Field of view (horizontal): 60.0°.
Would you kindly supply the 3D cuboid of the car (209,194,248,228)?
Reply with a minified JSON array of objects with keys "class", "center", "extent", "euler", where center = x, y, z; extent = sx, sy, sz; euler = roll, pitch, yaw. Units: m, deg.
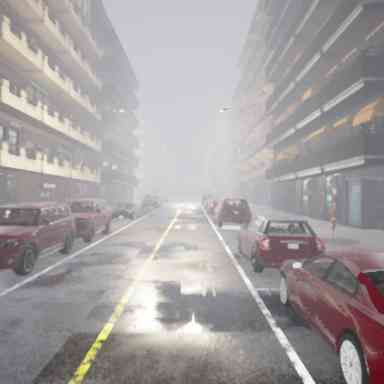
[{"class":"car","center":[2.548,1.247,21.525],"extent":[2.192,1.841,5.009],"euler":[1,0,0]}]

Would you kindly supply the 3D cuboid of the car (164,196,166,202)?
[{"class":"car","center":[-5.312,1.428,49.236],"extent":[1.887,1.381,4.507],"euler":[1,0,0]}]

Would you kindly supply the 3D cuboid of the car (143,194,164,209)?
[{"class":"car","center":[-5.305,1.204,43.704],"extent":[2.192,1.841,5.009],"euler":[1,0,0]}]

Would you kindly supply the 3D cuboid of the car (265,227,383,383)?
[{"class":"car","center":[2.582,1.527,4.933],"extent":[1.887,1.381,4.507],"euler":[1,0,0]}]

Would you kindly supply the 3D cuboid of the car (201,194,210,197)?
[{"class":"car","center":[2.538,1.195,54.714],"extent":[2.192,1.841,5.009],"euler":[1,0,0]}]

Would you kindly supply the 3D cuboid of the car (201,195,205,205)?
[{"class":"car","center":[2.536,1.471,43.652],"extent":[1.802,1.307,4.206],"euler":[1,0,0]}]

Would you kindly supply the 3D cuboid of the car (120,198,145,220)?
[{"class":"car","center":[-5.305,1.484,27.115],"extent":[1.947,1.339,4.313],"euler":[1,0,0]}]

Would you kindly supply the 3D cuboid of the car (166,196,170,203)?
[{"class":"car","center":[-5.317,1.459,65.830],"extent":[1.802,1.307,4.206],"euler":[1,0,0]}]

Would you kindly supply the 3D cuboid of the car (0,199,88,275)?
[{"class":"car","center":[-5.295,1.280,10.522],"extent":[2.192,1.841,5.009],"euler":[1,0,0]}]

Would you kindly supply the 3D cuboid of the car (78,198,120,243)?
[{"class":"car","center":[-5.296,1.263,16.052],"extent":[2.192,1.841,5.009],"euler":[1,0,0]}]

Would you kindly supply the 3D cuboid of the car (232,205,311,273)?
[{"class":"car","center":[2.590,1.405,10.464],"extent":[1.967,1.590,4.097],"euler":[1,0,0]}]

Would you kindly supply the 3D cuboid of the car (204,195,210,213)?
[{"class":"car","center":[2.542,1.347,32.589],"extent":[1.967,1.590,4.097],"euler":[1,0,0]}]

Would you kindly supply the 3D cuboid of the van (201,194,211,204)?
[{"class":"van","center":[2.536,1.219,60.246],"extent":[1.690,1.788,3.998],"euler":[1,0,0]}]
